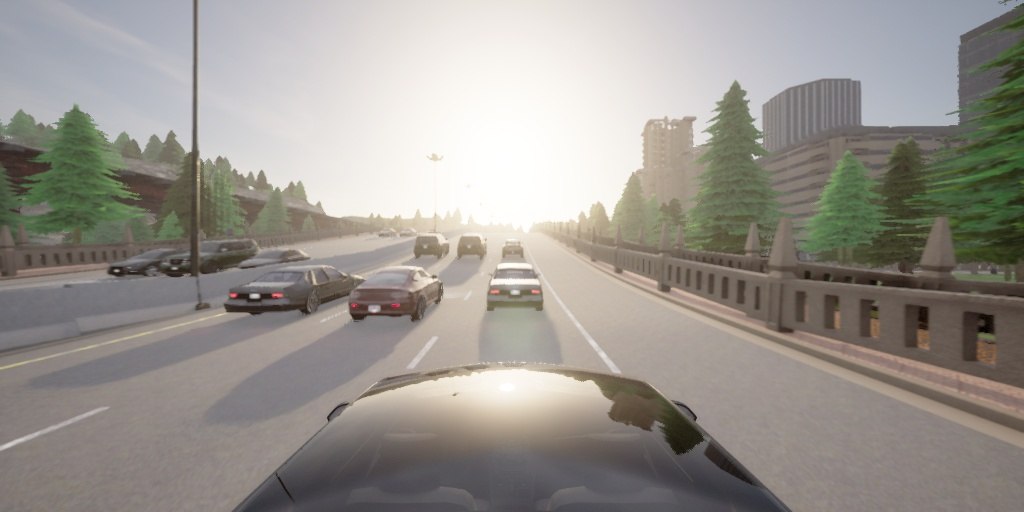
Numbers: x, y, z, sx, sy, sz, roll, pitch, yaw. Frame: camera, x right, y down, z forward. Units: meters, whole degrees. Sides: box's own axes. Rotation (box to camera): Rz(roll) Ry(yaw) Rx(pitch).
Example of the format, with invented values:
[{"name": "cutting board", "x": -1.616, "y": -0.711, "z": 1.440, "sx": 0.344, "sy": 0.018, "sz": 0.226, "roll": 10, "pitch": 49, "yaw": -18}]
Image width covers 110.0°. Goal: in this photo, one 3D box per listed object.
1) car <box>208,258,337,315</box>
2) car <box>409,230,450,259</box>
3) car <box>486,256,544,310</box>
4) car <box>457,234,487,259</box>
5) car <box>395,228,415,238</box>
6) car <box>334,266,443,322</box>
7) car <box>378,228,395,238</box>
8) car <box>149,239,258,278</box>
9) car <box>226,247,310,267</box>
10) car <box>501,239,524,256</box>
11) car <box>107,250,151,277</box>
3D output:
[{"name": "car", "x": -6.907, "y": 1.004, "z": 12.137, "sx": 2.033, "sy": 1.411, "sz": 5.357, "roll": 0, "pitch": 3, "yaw": 0}, {"name": "car", "x": -6.915, "y": -0.937, "z": 31.282, "sx": 2.150, "sy": 2.045, "sz": 5.566, "roll": 0, "pitch": 6, "yaw": 0}, {"name": "car", "x": 0.093, "y": 0.970, "z": 12.841, "sx": 2.033, "sy": 1.411, "sz": 5.357, "roll": 0, "pitch": 3, "yaw": 0}, {"name": "car", "x": -3.415, "y": -0.939, "z": 31.301, "sx": 2.150, "sy": 2.045, "sz": 5.566, "roll": 0, "pitch": 6, "yaw": 0}, {"name": "car", "x": -17.562, "y": -3.929, "z": 60.685, "sx": 1.837, "sy": 1.490, "sz": 4.892, "roll": 0, "pitch": 7, "yaw": 1}, {"name": "car", "x": -3.417, "y": 1.028, "z": 11.174, "sx": 1.812, "sy": 1.442, "sz": 4.674, "roll": 0, "pitch": 3, "yaw": 0}, {"name": "car", "x": -21.056, "y": -3.925, "z": 60.649, "sx": 1.837, "sy": 1.490, "sz": 4.892, "roll": 0, "pitch": 7, "yaw": 1}, {"name": "car", "x": -17.610, "y": 0.063, "z": 21.432, "sx": 2.150, "sy": 2.045, "sz": 5.566, "roll": 0, "pitch": 5, "yaw": 0}, {"name": "car", "x": -14.109, "y": 0.341, "z": 21.517, "sx": 1.837, "sy": 1.490, "sz": 4.892, "roll": 0, "pitch": 5, "yaw": 0}, {"name": "car", "x": 0.083, "y": -0.788, "z": 32.374, "sx": 2.128, "sy": 1.511, "sz": 4.902, "roll": 0, "pitch": 6, "yaw": 0}, {"name": "car", "x": -21.108, "y": 0.340, "z": 21.529, "sx": 1.837, "sy": 1.490, "sz": 4.892, "roll": 0, "pitch": 5, "yaw": 0}]
